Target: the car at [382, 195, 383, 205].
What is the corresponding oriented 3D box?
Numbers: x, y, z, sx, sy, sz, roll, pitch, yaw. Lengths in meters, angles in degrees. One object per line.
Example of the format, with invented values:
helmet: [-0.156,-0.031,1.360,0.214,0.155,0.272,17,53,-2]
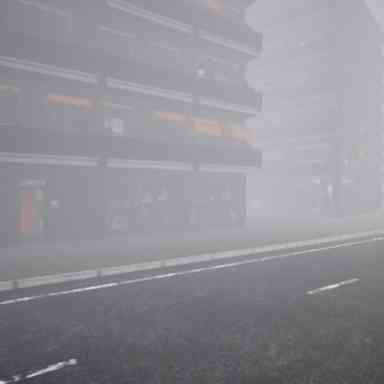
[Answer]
car: [29.355,1.313,53.843,4.097,1.590,1.967,1,0,41]
